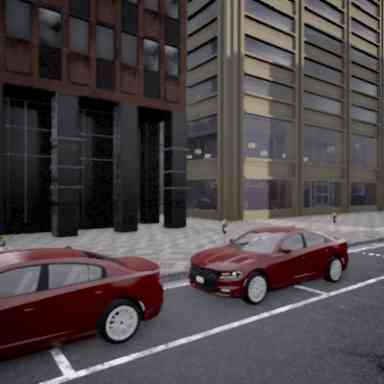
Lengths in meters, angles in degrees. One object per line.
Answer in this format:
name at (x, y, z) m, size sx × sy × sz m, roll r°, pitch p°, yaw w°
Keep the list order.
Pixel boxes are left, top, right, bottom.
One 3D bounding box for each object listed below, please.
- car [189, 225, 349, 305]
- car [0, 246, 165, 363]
car at (1.995, 1.532, 8.078) m, size 4.507 × 1.381 × 1.887 m, roll 0°, pitch 0°, yaw -36°
car at (-2.561, 1.545, 4.817) m, size 4.507 × 1.381 × 1.887 m, roll 0°, pitch 0°, yaw -36°
